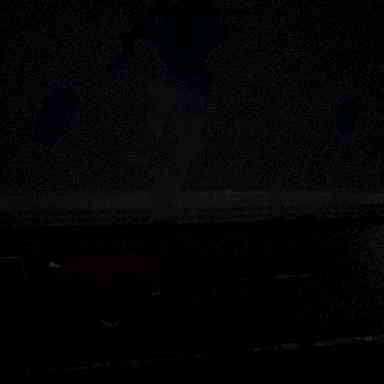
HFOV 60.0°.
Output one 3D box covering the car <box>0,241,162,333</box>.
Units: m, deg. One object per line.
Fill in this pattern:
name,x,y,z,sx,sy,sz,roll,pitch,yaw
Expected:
car,-2.900,1.566,5.817,4.718,1.301,1.895,-1,1,-9
